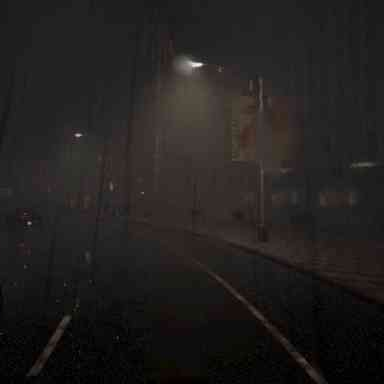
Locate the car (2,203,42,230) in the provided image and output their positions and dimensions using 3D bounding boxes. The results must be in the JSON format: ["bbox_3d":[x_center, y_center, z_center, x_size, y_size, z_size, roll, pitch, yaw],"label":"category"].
[{"bbox_3d":[-12.083,1.820,23.835,1.837,1.490,4.892,0,-1,-35],"label":"car"}]

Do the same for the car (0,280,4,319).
[{"bbox_3d":[-3.851,1.542,3.440,1.882,1.535,5.008,0,-1,-5],"label":"car"}]

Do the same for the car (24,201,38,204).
[{"bbox_3d":[-23.629,2.114,48.522,2.231,1.521,4.892,0,-1,-39],"label":"car"}]

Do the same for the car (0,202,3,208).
[{"bbox_3d":[-42.297,2.345,71.202,2.185,1.767,4.553,0,-1,-39],"label":"car"}]

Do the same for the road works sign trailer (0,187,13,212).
[{"bbox_3d":[-27.707,1.131,48.616,2.380,3.560,2.880,0,-1,-39],"label":"road works sign trailer"}]
